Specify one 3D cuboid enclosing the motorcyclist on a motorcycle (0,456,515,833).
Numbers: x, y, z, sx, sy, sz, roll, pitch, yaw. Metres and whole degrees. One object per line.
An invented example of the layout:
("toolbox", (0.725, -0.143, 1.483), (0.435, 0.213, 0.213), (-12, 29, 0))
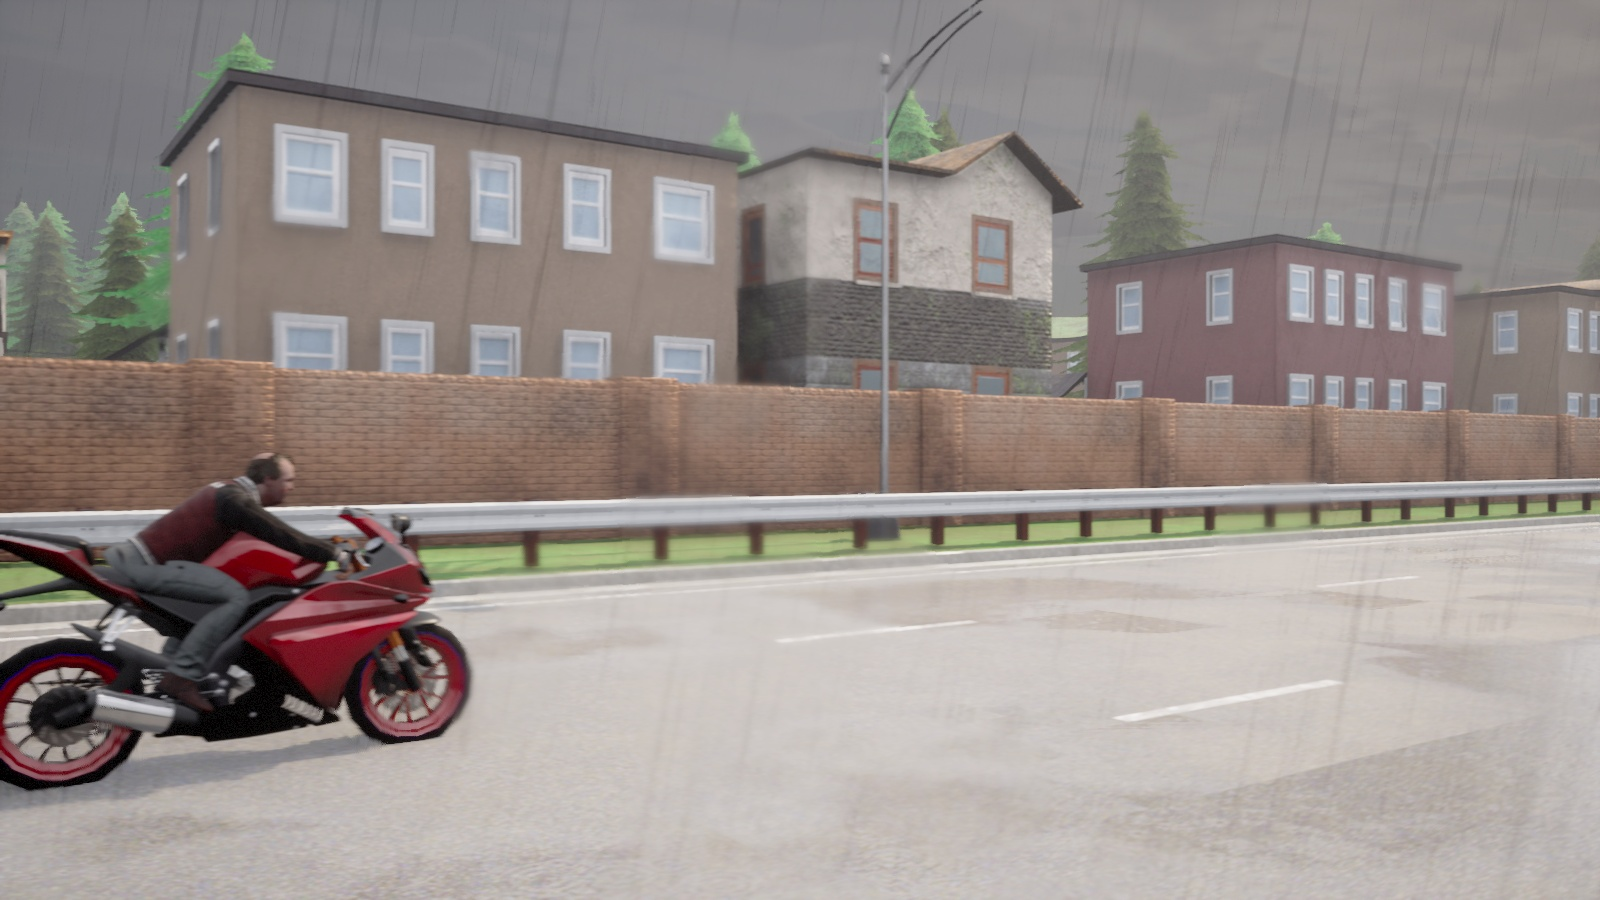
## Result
("motorcyclist on a motorcycle", (-2.597, 0.800, 6.115), (2.191, 1.530, 0.866), (0, 0, -35))
